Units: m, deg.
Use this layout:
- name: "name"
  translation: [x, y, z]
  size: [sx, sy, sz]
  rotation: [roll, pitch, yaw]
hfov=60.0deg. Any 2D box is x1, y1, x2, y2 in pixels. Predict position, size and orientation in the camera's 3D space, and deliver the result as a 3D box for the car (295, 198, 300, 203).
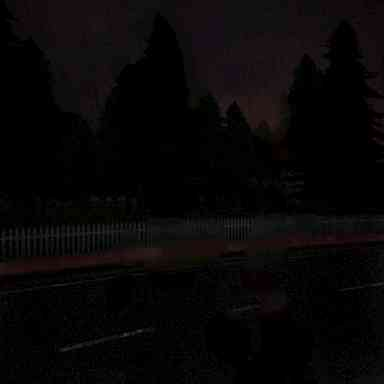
- name: "car"
  translation: [20.603, 1.655, 62.640]
  size: [2.033, 1.411, 5.357]
  rotation: [0, 0, -4]
